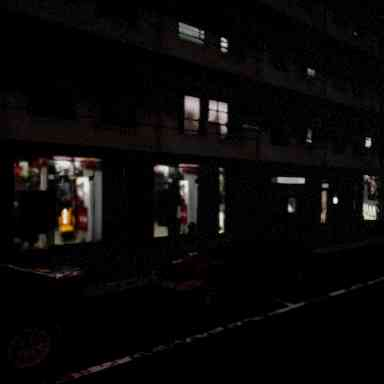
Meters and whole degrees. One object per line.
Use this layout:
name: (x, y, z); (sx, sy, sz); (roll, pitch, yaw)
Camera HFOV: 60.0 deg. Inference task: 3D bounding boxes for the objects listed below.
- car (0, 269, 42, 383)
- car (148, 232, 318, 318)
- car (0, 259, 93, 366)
car: (-3.303, 1.505, 1.021); (4.892, 1.490, 1.837); (0, 0, -36)
car: (1.086, 1.582, 7.334); (4.206, 1.307, 1.802); (0, 0, -36)
car: (-3.539, 1.545, 4.032); (4.507, 1.381, 1.887); (0, 0, -36)
